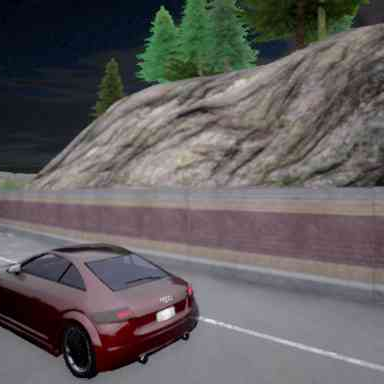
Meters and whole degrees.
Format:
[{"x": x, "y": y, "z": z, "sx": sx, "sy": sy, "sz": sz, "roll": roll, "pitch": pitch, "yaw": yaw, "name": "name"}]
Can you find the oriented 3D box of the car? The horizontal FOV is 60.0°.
[{"x": -1.925, "y": 1.579, "z": 5.609, "sx": 4.181, "sy": 1.385, "sz": 1.994, "roll": 0, "pitch": 0, "yaw": 38, "name": "car"}]
